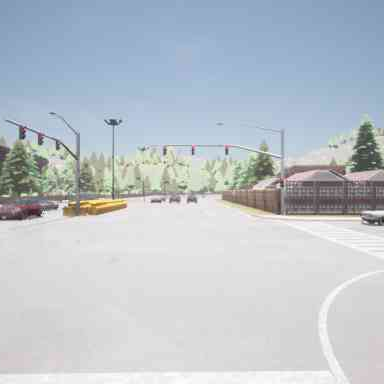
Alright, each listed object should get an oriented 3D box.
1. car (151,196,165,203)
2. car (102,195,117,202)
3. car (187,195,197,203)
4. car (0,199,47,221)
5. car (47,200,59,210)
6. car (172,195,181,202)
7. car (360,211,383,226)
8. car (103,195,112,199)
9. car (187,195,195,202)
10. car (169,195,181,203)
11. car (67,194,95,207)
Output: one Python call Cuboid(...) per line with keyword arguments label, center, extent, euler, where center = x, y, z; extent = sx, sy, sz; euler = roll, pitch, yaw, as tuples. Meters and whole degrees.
Cuboid(label="car", center=(-7.013, 1.591, 65.974), extent=(1.895, 1.301, 4.718), euler=(0, 0, 0))
Cuboid(label="car", center=(-17.623, 1.311, 71.224), extent=(2.128, 1.511, 4.902), euler=(0, 0, 0))
Cuboid(label="car", center=(-0.018, 1.339, 68.523), extent=(2.097, 1.767, 4.553), euler=(0, 0, 0))
Cuboid(label="car", center=(-14.147, 1.350, 27.301), extent=(2.097, 1.767, 4.553), euler=(0, 0, 0))
Cuboid(label="car", center=(-17.668, 1.598, 39.643), extent=(1.895, 1.301, 4.718), euler=(0, 0, 0))
Cuboid(label="car", center=(-3.637, 1.464, 79.896), extent=(1.882, 1.535, 5.008), euler=(0, 0, 0))
Cuboid(label="car", center=(14.078, 1.592, 22.506), extent=(4.718, 1.301, 1.895), euler=(0, 0, 2))
Cuboid(label="car", center=(-14.180, 1.519, 56.802), extent=(1.812, 1.442, 4.674), euler=(0, 0, 0))
Cuboid(label="car", center=(-0.137, 1.485, 79.801), extent=(1.837, 1.490, 4.892), euler=(0, 0, 0))
Cuboid(label="car", center=(-3.519, 1.340, 68.161), extent=(2.097, 1.767, 4.553), euler=(0, 0, -1))
Cuboid(label="car", center=(-14.174, 1.219, 42.792), extent=(2.150, 2.045, 5.566), euler=(0, 0, 0))
